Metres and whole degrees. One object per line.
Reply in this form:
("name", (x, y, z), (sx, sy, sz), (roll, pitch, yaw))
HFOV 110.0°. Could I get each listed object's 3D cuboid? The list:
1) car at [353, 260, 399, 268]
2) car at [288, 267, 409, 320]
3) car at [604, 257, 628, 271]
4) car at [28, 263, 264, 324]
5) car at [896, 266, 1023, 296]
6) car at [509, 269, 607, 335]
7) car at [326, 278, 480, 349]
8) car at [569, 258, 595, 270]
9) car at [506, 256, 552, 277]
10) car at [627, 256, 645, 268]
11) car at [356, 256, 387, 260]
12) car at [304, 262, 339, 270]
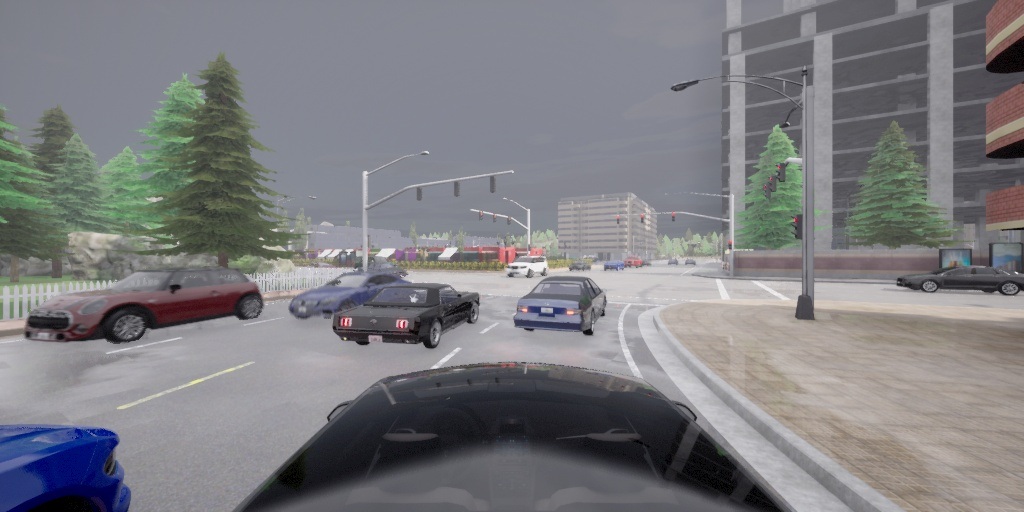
("car", (-12.063, 1.353, 33.165), (5.357, 1.411, 2.033), (0, 0, 31))
("car", (-5.257, 1.276, 12.472), (1.812, 1.442, 4.674), (0, 0, 19))
("car", (13.998, 1.227, 48.949), (1.882, 1.535, 5.008), (0, 0, 30))
("car", (-9.445, 1.102, 9.789), (2.097, 1.767, 4.553), (0, 0, 13))
("car", (25.018, 1.310, 20.027), (4.892, 1.490, 1.837), (0, 0, 30))
("car", (1.666, 1.297, 10.612), (2.033, 1.411, 5.357), (0, 0, 20))
("car", (-2.268, 1.351, 9.251), (1.895, 1.301, 4.718), (0, 0, 11))
("car", (8.992, 1.313, 47.230), (1.994, 1.385, 4.181), (0, 0, 30))
("car", (1.550, 1.011, 34.159), (2.150, 2.045, 5.566), (0, 0, 29))
("car", (20.137, 0.973, 59.662), (2.150, 2.045, 5.566), (0, 0, 30))
("car", (-14.709, 1.027, 38.756), (5.566, 2.045, 2.150), (0, 0, 30))
("car", (-20.102, 1.331, 37.834), (4.674, 1.442, 1.812), (0, 0, 30))
